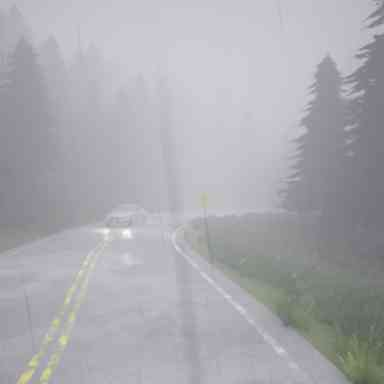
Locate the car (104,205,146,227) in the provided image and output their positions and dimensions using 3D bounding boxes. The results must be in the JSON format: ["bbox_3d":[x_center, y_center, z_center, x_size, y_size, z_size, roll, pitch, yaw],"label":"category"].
[{"bbox_3d":[-4.701,1.663,24.195,1.812,1.442,4.674,0,0,11],"label":"car"}]
